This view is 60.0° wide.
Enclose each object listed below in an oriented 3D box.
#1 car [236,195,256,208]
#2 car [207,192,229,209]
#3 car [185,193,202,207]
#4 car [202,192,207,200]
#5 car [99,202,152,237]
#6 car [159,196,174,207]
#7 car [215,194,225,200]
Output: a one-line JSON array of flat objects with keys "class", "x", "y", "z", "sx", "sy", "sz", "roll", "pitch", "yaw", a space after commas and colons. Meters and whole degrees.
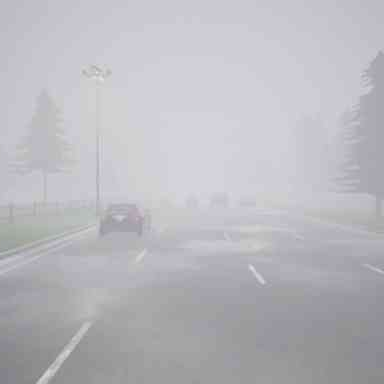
[{"class": "car", "x": 6.987, "y": 1.184, "z": 43.681, "sx": 2.097, "sy": 1.767, "sz": 4.553, "roll": 0, "pitch": 0, "yaw": 0}, {"class": "car", "x": 3.494, "y": 1.062, "z": 43.139, "sx": 2.150, "sy": 2.045, "sz": 5.566, "roll": 0, "pitch": 0, "yaw": 0}, {"class": "car", "x": 0.007, "y": 1.310, "z": 46.288, "sx": 1.882, "sy": 1.535, "sz": 5.008, "roll": 0, "pitch": 0, "yaw": 0}, {"class": "car", "x": 3.376, "y": 0.920, "z": 83.188, "sx": 2.150, "sy": 2.045, "sz": 5.566, "roll": 0, "pitch": 0, "yaw": 0}, {"class": "car", "x": -3.424, "y": 1.292, "z": 17.910, "sx": 2.097, "sy": 1.767, "sz": 4.553, "roll": 0, "pitch": 0, "yaw": 0}, {"class": "car", "x": -3.493, "y": 1.315, "z": 46.258, "sx": 1.882, "sy": 1.535, "sz": 5.008, "roll": 0, "pitch": 0, "yaw": 0}, {"class": "car", "x": 6.878, "y": 1.219, "z": 82.014, "sx": 2.128, "sy": 1.511, "sz": 4.902, "roll": 0, "pitch": 0, "yaw": 0}]
